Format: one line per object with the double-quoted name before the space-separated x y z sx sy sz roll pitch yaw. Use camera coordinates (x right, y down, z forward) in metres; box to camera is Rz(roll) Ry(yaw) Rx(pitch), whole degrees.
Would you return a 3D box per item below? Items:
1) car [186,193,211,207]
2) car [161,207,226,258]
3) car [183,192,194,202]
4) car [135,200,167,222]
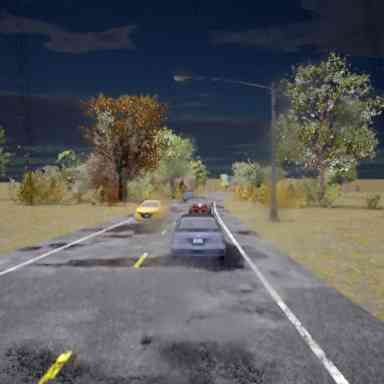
"car" 0.807 1.262 32.270 2.097 1.767 4.553 0 0 2
"car" 0.224 1.513 12.557 2.033 1.411 5.357 0 0 1
"car" -0.577 1.002 67.840 2.150 2.045 5.566 0 1 5
"car" -3.125 1.401 26.073 1.882 1.535 5.008 0 0 2
